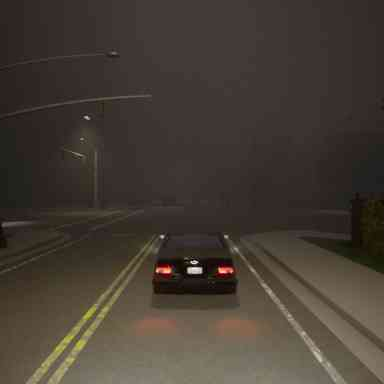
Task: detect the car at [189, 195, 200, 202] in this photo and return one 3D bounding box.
[{"bbox_3d":[0.611,1.524,78.885,1.812,1.442,4.674,0,0,12],"label":"car"}]

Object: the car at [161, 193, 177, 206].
[{"bbox_3d":[-3.681,1.221,53.908,2.150,2.045,5.566,0,0,0],"label":"car"}]

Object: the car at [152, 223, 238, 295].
[{"bbox_3d":[0.060,1.547,8.872,2.033,1.411,5.357,0,0,0],"label":"car"}]

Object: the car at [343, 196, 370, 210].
[{"bbox_3d":[20.156,1.306,38.780,4.553,1.767,2.097,0,0,-1],"label":"car"}]
